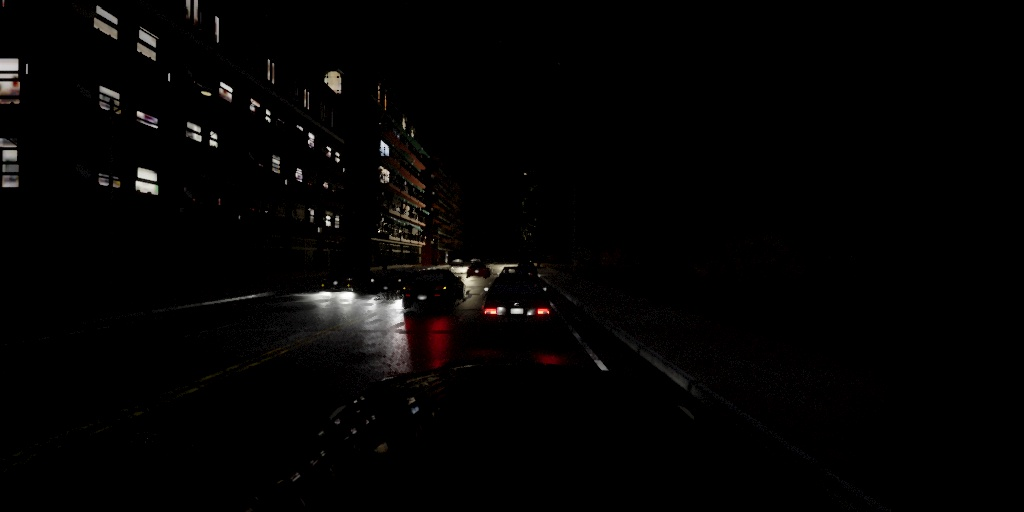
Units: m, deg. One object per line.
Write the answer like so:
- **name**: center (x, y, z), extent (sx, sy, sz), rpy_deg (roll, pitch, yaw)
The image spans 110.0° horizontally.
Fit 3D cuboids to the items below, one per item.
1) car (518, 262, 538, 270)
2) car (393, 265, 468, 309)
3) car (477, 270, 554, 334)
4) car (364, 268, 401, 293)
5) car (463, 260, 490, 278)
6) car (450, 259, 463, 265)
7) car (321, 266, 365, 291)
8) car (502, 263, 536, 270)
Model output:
- **car**: center (1.157, 1.261, 30.756), extent (1.837, 1.490, 4.892), rpy_deg (0, 0, 0)
- **car**: center (-3.144, 1.279, 14.850), extent (1.812, 1.442, 4.674), rpy_deg (0, 0, 0)
- **car**: center (0.107, 1.300, 10.627), extent (2.033, 1.411, 5.357), rpy_deg (0, 0, 0)
- **car**: center (-6.586, 1.355, 20.895), extent (1.895, 1.301, 4.718), rpy_deg (0, 0, 0)
- **car**: center (-3.127, 1.320, 33.830), extent (1.994, 1.385, 4.181), rpy_deg (0, 0, 0)
- **car**: center (-9.755, 1.303, 64.109), extent (2.033, 1.411, 5.357), rpy_deg (0, 0, 1)
- **car**: center (-9.837, 1.318, 21.970), extent (1.994, 1.385, 4.181), rpy_deg (0, 0, 0)
- **car**: center (0.112, 1.302, 20.989), extent (2.033, 1.411, 5.357), rpy_deg (0, 0, 0)
